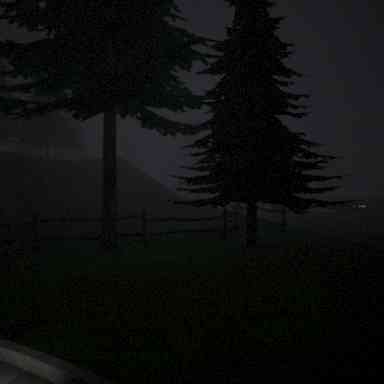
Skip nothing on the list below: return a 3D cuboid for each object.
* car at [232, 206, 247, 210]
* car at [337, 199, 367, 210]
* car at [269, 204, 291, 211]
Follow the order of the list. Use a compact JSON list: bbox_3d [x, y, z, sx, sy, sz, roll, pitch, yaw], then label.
[{"bbox_3d":[5.647,1.506,42.904,1.812,1.442,4.674,0,0,-9],"label":"car"},{"bbox_3d":[17.140,1.538,37.247,2.033,1.411,5.357,0,0,-9],"label":"car"},{"bbox_3d":[10.223,1.534,36.186,2.033,1.411,5.357,0,0,-9],"label":"car"}]
